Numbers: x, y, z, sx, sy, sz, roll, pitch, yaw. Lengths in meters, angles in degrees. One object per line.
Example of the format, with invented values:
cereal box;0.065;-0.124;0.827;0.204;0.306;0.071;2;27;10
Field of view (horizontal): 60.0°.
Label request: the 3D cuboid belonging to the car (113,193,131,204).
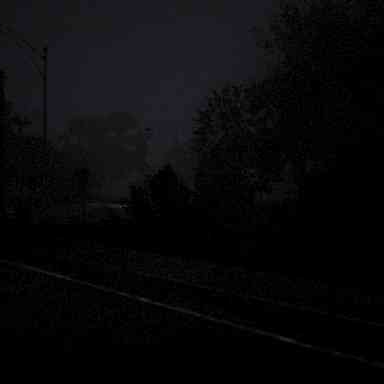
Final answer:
car;-8.605;0.907;45.368;1.882;1.535;5.008;1;1;32
